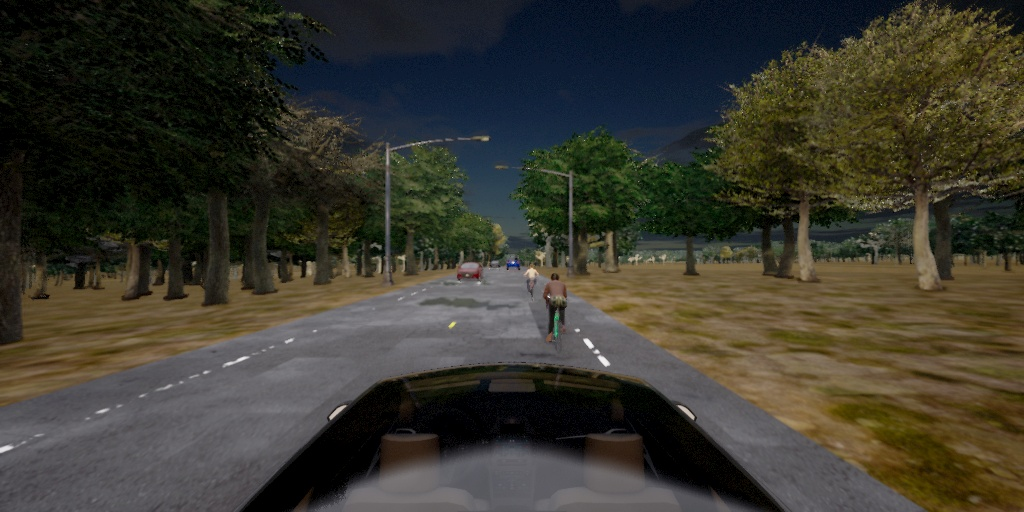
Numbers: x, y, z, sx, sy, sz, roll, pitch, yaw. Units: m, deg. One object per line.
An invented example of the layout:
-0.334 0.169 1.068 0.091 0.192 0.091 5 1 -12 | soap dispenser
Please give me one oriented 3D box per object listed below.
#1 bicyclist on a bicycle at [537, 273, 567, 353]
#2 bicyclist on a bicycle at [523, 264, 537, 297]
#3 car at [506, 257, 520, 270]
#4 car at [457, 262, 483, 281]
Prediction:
0.968 1.208 7.912 0.582 1.620 1.656 0 0 0 | bicyclist on a bicycle
0.970 1.202 17.816 0.866 1.612 1.509 0 0 0 | bicyclist on a bicycle
0.190 1.268 60.411 2.150 2.045 5.566 0 -1 0 | car
-3.557 1.276 30.975 1.882 1.535 5.008 0 0 0 | car
